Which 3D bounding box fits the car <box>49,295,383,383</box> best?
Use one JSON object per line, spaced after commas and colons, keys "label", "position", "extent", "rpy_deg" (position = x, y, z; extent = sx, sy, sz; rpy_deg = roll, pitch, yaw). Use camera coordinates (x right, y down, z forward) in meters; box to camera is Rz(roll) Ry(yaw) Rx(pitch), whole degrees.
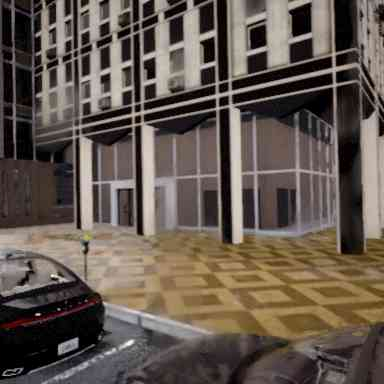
{"label": "car", "position": [1.368, 1.550, 1.913], "extent": [4.403, 1.369, 2.008], "rpy_deg": [-1, -1, 36]}

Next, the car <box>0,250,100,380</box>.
{"label": "car", "position": [-3.233, 1.601, 5.194], "extent": [4.403, 1.369, 2.008], "rpy_deg": [-1, -1, 36]}
